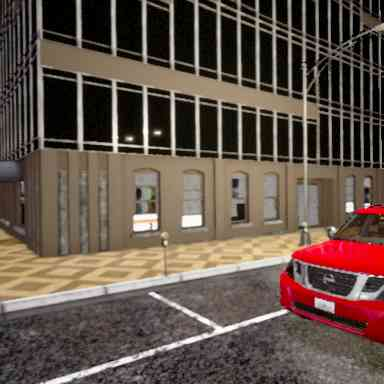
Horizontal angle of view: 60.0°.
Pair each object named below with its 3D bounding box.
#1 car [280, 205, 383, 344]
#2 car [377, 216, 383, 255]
[{"bbox_3d":[4.128,1.277,6.334,5.566,2.045,2.150,1,0,-36],"label":"car"},{"bbox_3d":[9.539,1.651,13.365,4.829,1.417,1.752,1,-1,-36],"label":"car"}]
